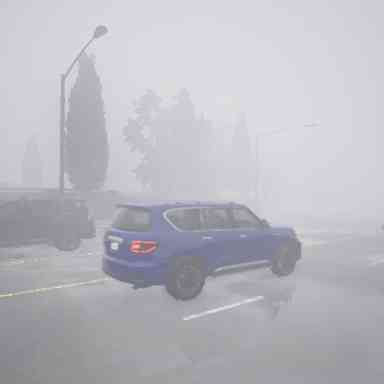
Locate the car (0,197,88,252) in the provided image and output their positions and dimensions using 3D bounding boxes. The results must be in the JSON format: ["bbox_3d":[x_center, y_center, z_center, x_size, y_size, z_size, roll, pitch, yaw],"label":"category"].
[{"bbox_3d":[-6.442,1.221,12.308,5.566,2.045,2.150,0,0,-37],"label":"car"}]

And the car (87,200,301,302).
[{"bbox_3d":[0.485,1.238,8.583,5.566,2.045,2.150,0,0,-38],"label":"car"}]
